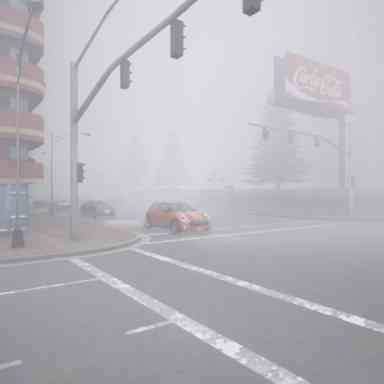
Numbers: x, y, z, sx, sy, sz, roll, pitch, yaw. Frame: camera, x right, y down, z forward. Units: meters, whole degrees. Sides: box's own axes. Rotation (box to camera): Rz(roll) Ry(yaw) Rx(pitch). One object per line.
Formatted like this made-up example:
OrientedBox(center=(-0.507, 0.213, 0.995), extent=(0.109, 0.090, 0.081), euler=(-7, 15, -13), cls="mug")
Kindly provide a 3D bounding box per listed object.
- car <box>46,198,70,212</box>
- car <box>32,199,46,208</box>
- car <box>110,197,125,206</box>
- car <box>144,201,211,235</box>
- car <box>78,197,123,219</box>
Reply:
OrientedBox(center=(-15.259, 1.474, 38.954), extent=(1.882, 1.535, 5.008), euler=(0, 0, -36), cls="car")
OrientedBox(center=(-21.292, 1.597, 47.344), extent=(1.895, 1.301, 4.718), euler=(0, 0, -35), cls="car")
OrientedBox(center=(-12.290, 1.497, 53.071), extent=(1.837, 1.490, 4.892), euler=(0, 0, -36), cls="car")
OrientedBox(center=(-0.912, 1.348, 19.138), extent=(2.097, 1.767, 4.553), euler=(0, 0, -36), cls="car")
OrientedBox(center=(-8.367, 1.489, 29.426), extent=(2.128, 1.511, 4.902), euler=(0, 0, -36), cls="car")
